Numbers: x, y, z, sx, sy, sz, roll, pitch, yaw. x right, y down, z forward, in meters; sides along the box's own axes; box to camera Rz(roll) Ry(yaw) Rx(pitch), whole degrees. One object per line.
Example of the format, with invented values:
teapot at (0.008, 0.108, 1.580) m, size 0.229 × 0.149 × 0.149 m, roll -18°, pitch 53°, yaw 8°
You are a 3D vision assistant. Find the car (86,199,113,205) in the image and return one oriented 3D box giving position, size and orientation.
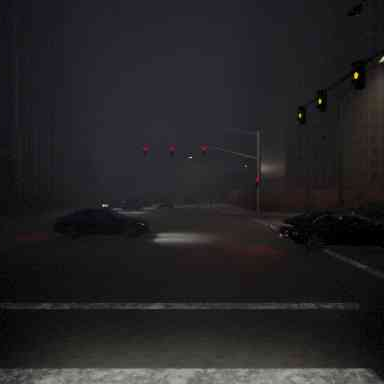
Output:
car at (-10.707, 1.547, 37.542) m, size 2.033 × 1.411 × 5.357 m, roll 0°, pitch 0°, yaw -3°

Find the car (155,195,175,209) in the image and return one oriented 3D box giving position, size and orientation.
car at (-3.478, 1.547, 46.248) m, size 2.033 × 1.411 × 5.357 m, roll 0°, pitch 0°, yaw 0°

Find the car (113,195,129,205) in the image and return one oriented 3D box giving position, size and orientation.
car at (-10.687, 1.547, 47.617) m, size 2.033 × 1.411 × 5.357 m, roll 0°, pitch 0°, yaw 0°

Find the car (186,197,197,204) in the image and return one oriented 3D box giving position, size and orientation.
car at (-0.124, 1.564, 64.935) m, size 1.994 × 1.385 × 4.181 m, roll 0°, pitch 0°, yaw 0°

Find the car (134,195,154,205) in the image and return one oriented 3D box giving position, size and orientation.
car at (-7.185, 1.525, 49.629) m, size 1.812 × 1.442 × 4.674 m, roll 0°, pitch 0°, yaw 0°

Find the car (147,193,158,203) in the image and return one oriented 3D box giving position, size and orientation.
car at (-7.158, 1.221, 60.156) m, size 2.150 × 2.045 × 5.566 m, roll 0°, pitch 0°, yaw 1°

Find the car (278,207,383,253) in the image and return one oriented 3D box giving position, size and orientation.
car at (5.918, 1.491, 13.143) m, size 4.902 × 1.511 × 2.128 m, roll 0°, pitch 0°, yaw -1°

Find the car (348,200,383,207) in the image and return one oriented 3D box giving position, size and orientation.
car at (12.368, 1.352, 23.875) m, size 4.553 × 1.767 × 2.097 m, roll 0°, pitch 0°, yaw 0°

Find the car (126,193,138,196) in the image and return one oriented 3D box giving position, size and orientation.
car at (-10.669, 1.221, 58.307) m, size 2.150 × 2.045 × 5.566 m, roll 0°, pitch 0°, yaw 0°

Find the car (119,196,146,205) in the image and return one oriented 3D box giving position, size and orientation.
car at (-7.156, 1.526, 40.535) m, size 1.812 × 1.442 × 4.674 m, roll 0°, pitch 0°, yaw -1°

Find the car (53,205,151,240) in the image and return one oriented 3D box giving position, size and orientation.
car at (-4.399, 1.525, 16.491) m, size 4.674 × 1.442 × 1.812 m, roll 0°, pitch 0°, yaw -1°
